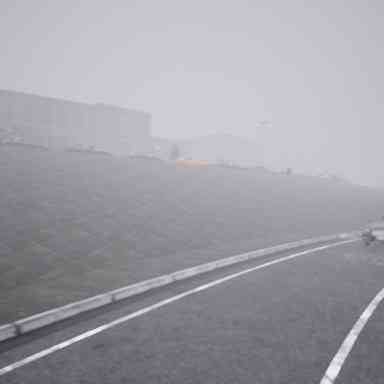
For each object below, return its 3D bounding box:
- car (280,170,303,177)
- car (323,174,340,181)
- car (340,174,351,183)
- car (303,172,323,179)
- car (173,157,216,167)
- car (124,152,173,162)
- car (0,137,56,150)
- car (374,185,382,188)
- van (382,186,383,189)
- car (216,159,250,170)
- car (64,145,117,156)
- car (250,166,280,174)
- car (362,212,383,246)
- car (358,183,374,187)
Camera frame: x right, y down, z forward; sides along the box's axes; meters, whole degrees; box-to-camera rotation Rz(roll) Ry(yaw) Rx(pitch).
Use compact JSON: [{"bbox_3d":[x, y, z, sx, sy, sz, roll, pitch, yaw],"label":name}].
[{"bbox_3d":[13.147,-2.408,47.288,4.674,1.452,2.002,3,-3,-38],"label":"car"},{"bbox_3d":[21.585,-2.085,54.428,4.553,1.767,2.185,4,-4,-41],"label":"car"},{"bbox_3d":[25.759,-1.927,58.175,5.566,2.045,2.435,4,-4,-42],"label":"car"},{"bbox_3d":[17.324,-2.218,50.739,4.892,1.521,2.231,3,-3,-40],"label":"car"},{"bbox_3d":[-0.207,-3.132,37.171,5.008,1.535,2.097,3,-3,-35],"label":"car"},{"bbox_3d":[-4.768,-3.311,34.016,4.674,1.452,2.002,3,-3,-33],"label":"car"},{"bbox_3d":[-14.054,-3.750,28.010,4.892,1.521,2.231,2,-3,-32],"label":"car"},{"bbox_3d":[37.579,-0.647,69.747,2.002,1.452,4.674,-2,-5,44],"label":"car"},{"bbox_3d":[41.494,-0.524,73.857,1.878,1.987,4.442,-2,-5,44],"label":"van"},{"bbox_3d":[4.267,-3.035,40.412,4.553,1.767,2.185,3,-3,-36],"label":"car"},{"bbox_3d":[-9.394,-3.561,30.963,4.892,1.521,2.231,2,-3,-32],"label":"car"},{"bbox_3d":[8.821,-2.646,43.868,4.792,1.488,2.163,3,-3,-37],"label":"car"},{"bbox_3d":[9.201,1.559,14.668,4.902,1.511,2.128,0,-2,-42],"label":"car"},{"bbox_3d":[33.702,-1.002,65.801,4.674,1.452,2.002,5,-5,-44],"label":"car"}]
